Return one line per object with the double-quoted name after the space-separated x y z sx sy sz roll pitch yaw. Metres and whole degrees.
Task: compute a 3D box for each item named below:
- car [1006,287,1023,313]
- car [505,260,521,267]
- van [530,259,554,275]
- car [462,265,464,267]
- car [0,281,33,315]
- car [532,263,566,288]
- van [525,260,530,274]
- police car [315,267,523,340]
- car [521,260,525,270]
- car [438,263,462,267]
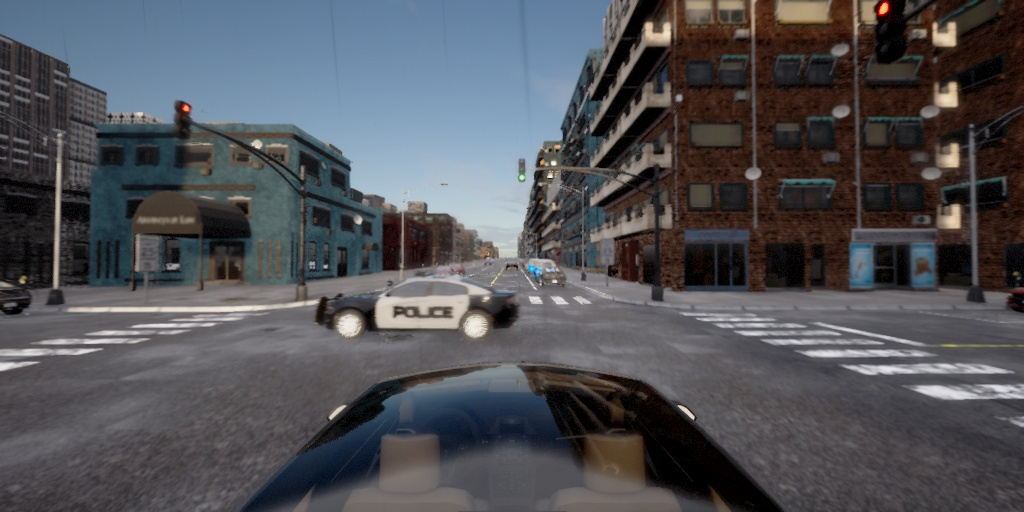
19.623 1.303 12.040 4.507 1.381 1.888 0 0 1 "car"
-0.009 1.396 53.861 1.882 1.535 5.008 0 0 0 "car"
2.687 1.189 30.370 1.690 1.789 3.998 0 0 0 "van"
-5.695 1.411 35.914 1.888 1.381 4.507 0 0 0 "car"
-19.716 1.489 12.573 4.403 1.370 2.007 0 0 1 "car"
2.688 1.381 24.791 2.007 1.370 4.403 0 0 0 "car"
2.685 1.224 41.533 1.690 1.789 3.998 0 0 0 "van"
-2.387 1.205 9.524 5.238 1.638 1.930 0 0 1 "police car"
2.682 1.441 52.864 1.751 1.417 4.829 0 0 0 "car"
-5.694 1.430 30.333 1.802 1.307 4.207 0 0 0 "car"
